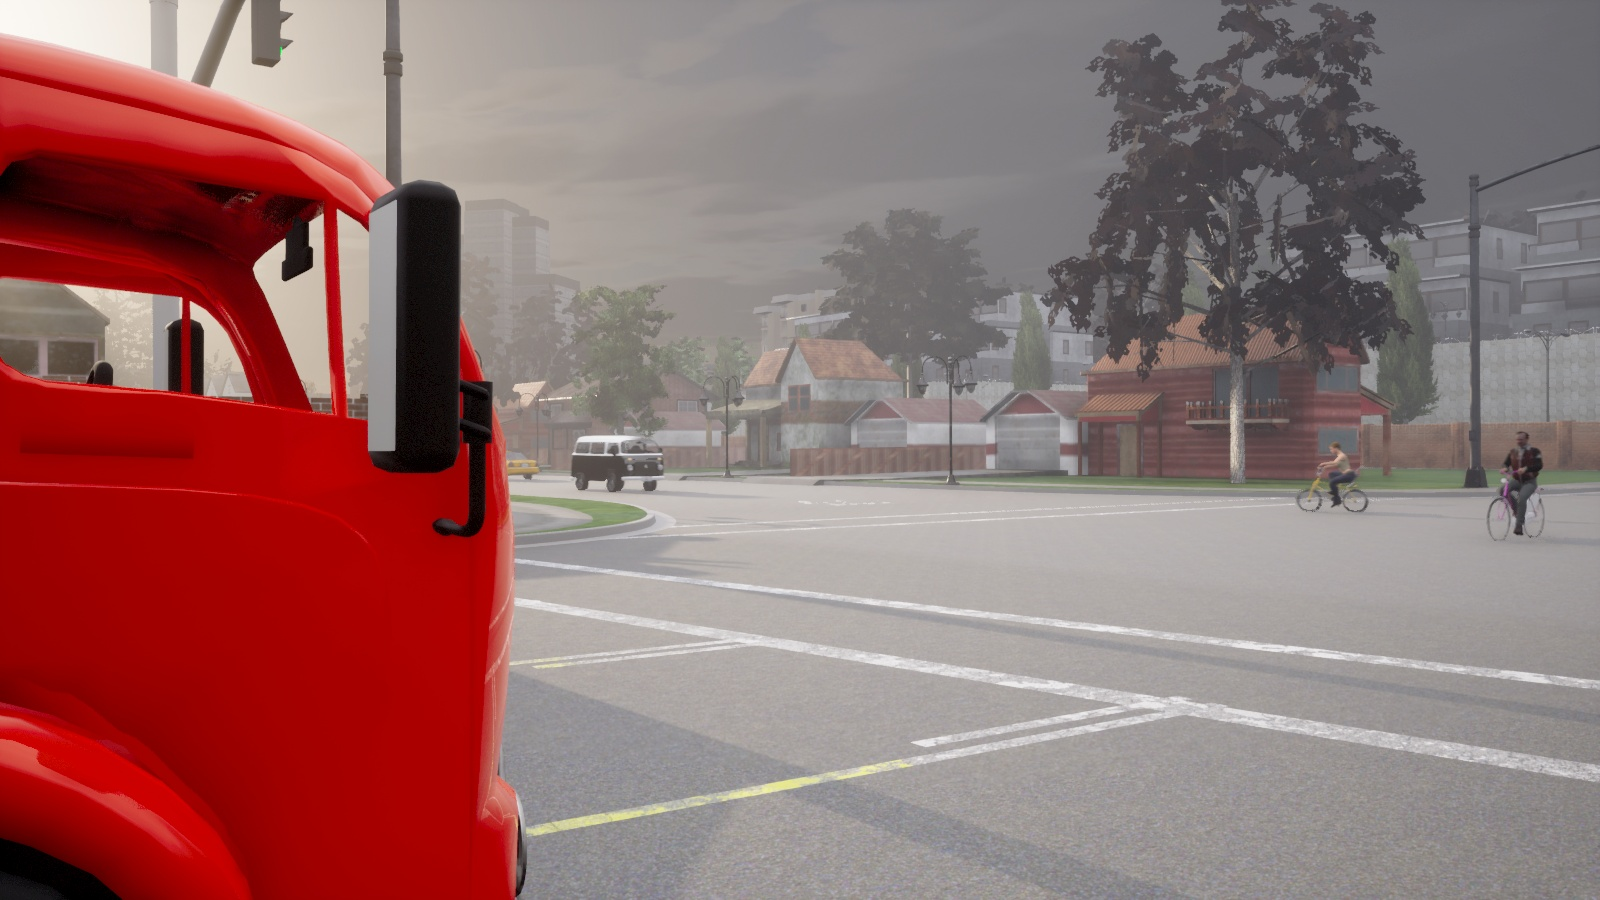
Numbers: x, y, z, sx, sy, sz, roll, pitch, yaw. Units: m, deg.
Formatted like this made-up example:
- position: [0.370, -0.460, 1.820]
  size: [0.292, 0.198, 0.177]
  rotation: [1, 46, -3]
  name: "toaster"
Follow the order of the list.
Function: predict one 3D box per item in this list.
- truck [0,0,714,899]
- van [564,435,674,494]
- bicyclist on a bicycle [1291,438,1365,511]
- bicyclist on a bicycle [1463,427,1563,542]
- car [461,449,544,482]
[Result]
- position: [-3.027, 0.263, 1.582]
  size: [5.204, 2.467, 2.627]
  rotation: [0, 0, -34]
  name: "truck"
- position: [-6.656, 0.503, 45.736]
  size: [2.069, 2.038, 4.480]
  rotation: [-1, 0, -36]
  name: "van"
- position: [11.958, 0.569, 28.431]
  size: [1.509, 1.612, 0.866]
  rotation: [0, -3, 24]
  name: "bicyclist on a bicycle"
- position: [11.454, 0.532, 20.159]
  size: [1.843, 1.776, 0.659]
  rotation: [0, 0, -35]
  name: "bicyclist on a bicycle"
- position: [-14.877, 0.749, 62.539]
  size: [1.801, 1.575, 5.366]
  rotation: [-1, 0, -40]
  name: "car"
